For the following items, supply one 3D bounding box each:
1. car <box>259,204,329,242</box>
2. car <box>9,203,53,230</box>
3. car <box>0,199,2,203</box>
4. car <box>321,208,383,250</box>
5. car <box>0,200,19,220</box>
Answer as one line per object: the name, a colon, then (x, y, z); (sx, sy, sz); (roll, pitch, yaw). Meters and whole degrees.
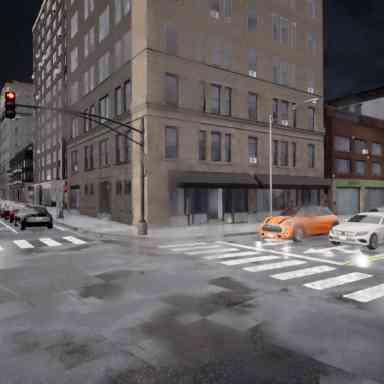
car: (5.606, 1.504, 17.260); (4.553, 1.767, 2.097); (0, -1, -35)
car: (-9.973, 1.568, 20.855); (1.947, 1.339, 4.313); (1, 0, -35)
car: (-16.274, 1.552, 29.946); (2.008, 1.369, 4.403); (1, 0, -35)
car: (8.179, 1.651, 15.077); (4.674, 1.442, 1.812); (0, -1, -34)
car: (-13.123, 1.546, 25.401); (1.887, 1.381, 4.507); (1, 0, -35)
